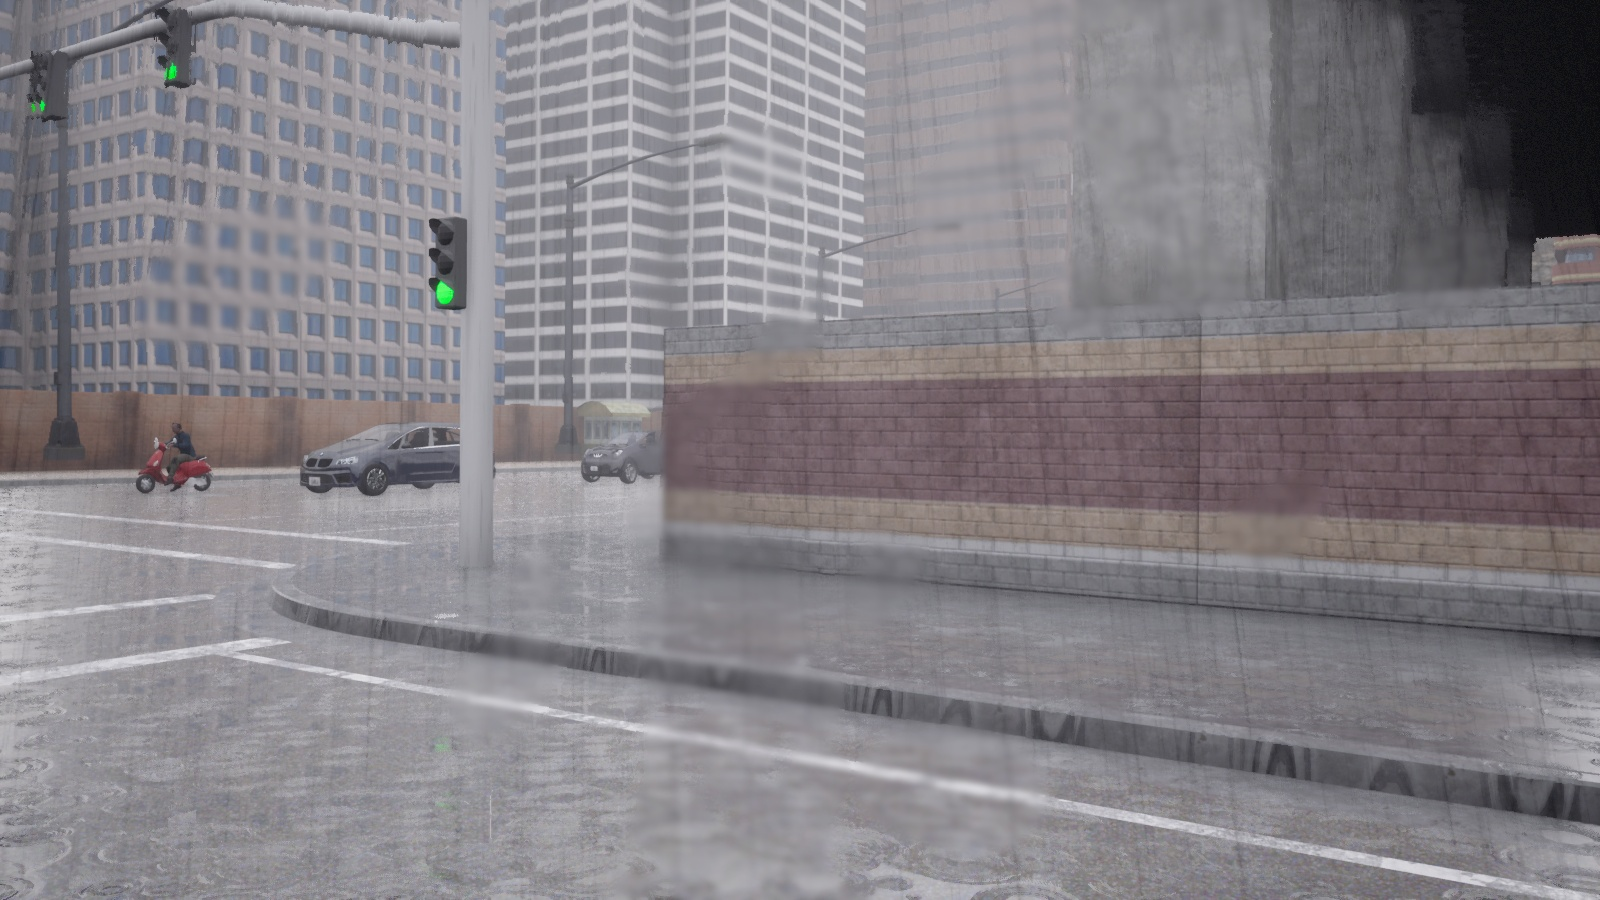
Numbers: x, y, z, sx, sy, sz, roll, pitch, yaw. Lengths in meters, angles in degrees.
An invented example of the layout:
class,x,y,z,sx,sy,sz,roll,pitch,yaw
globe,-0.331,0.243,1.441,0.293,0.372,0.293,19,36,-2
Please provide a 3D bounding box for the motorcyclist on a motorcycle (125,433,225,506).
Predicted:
class,x,y,z,sx,sy,sz,roll,pitch,yaw
motorcyclist on a motorcycle,-14.162,0.424,28.516,0.866,1.590,1.817,0,1,34

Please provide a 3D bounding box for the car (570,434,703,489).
class,x,y,z,sx,sy,sz,roll,pitch,yaw
car,-4.681,0.292,36.289,1.845,1.501,3.633,0,1,34

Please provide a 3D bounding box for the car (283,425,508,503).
class,x,y,z,sx,sy,sz,roll,pitch,yaw
car,-9.350,0.259,29.396,2.242,1.667,4.611,0,1,34
